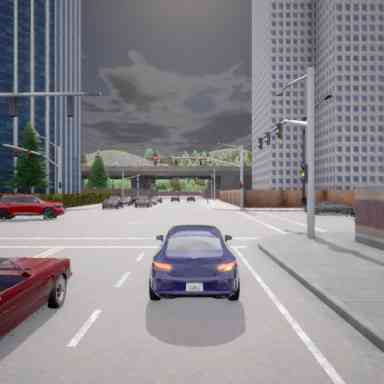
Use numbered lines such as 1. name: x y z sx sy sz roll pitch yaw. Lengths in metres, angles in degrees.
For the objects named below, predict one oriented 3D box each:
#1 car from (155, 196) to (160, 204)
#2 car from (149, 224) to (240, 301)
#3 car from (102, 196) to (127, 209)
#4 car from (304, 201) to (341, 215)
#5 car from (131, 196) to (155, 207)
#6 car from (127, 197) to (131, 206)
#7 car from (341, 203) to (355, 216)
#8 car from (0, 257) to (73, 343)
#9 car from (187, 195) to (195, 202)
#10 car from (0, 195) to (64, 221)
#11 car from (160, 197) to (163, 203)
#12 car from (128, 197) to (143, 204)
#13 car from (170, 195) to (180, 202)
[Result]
1. car: -7.252 1.601 58.774 1.895 1.301 4.718 0 0 0
2. car: 0.054 1.526 8.210 1.812 1.442 4.674 0 0 0
3. car: -10.733 1.352 45.300 2.097 1.767 4.553 0 0 0
4. car: 13.531 1.564 33.437 4.181 1.385 1.994 0 0 0
5. car: -7.243 1.352 49.791 2.097 1.767 4.553 0 0 0
6. car: -10.751 1.491 54.260 2.128 1.511 4.902 0 0 0
7. car: 16.200 1.564 29.932 4.181 1.385 1.994 0 0 0
8. car: -3.454 1.601 4.939 1.895 1.301 4.718 0 0 0
9. car: -0.222 1.477 74.486 1.837 1.490 4.892 0 0 0
10. car: -13.396 1.223 27.090 5.566 2.045 2.150 0 0 -14
11. car: -7.204 1.564 68.821 1.994 1.385 4.181 0 0 0
12. car: -10.738 1.601 63.483 1.895 1.301 4.718 0 0 0
13. car: -3.722 1.501 74.476 1.812 1.442 4.674 0 0 0
